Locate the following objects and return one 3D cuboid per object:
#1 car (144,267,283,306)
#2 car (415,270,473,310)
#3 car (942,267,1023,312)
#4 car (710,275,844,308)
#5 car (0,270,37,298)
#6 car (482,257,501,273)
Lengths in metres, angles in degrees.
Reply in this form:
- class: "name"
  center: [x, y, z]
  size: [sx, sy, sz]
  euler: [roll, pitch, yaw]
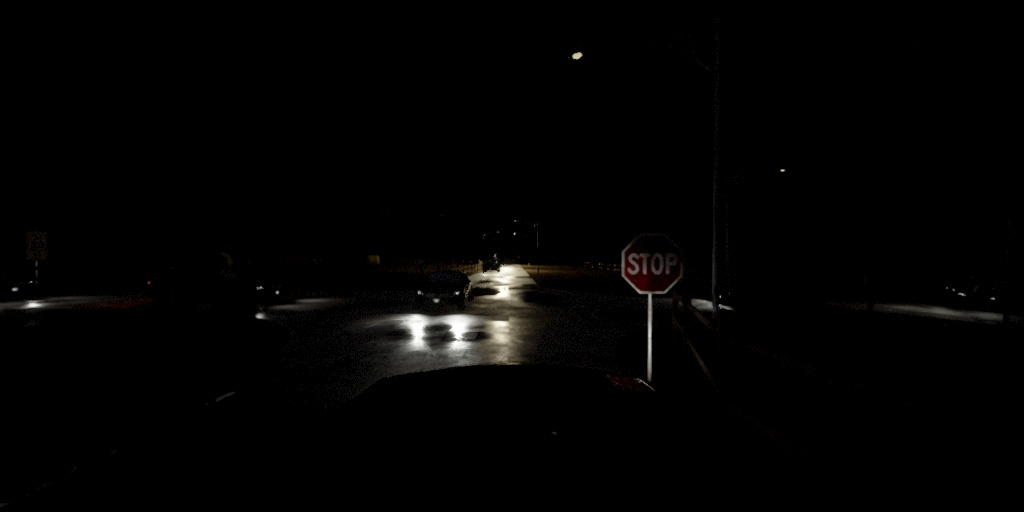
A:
- class: "car"
  center: [-11.912, 1.175, 14.497]
  size: [4.674, 1.442, 1.812]
  euler: [1, 1, -4]
- class: "car"
  center: [-2.716, 1.339, 15.227]
  size: [1.812, 1.442, 4.674]
  euler: [1, 0, 0]
- class: "car"
  center: [24.472, 1.565, 17.324]
  size: [5.566, 2.045, 2.150]
  euler: [1, 1, 0]
- class: "car"
  center: [12.689, 1.635, 17.312]
  size: [5.357, 1.411, 2.033]
  euler: [1, 1, 1]
- class: "car"
  center: [-22.006, 1.007, 14.194]
  size: [4.674, 1.442, 1.812]
  euler: [1, 1, 0]
- class: "car"
  center: [-2.683, 1.183, 47.398]
  size: [2.150, 2.045, 5.566]
  euler: [0, 0, 0]
